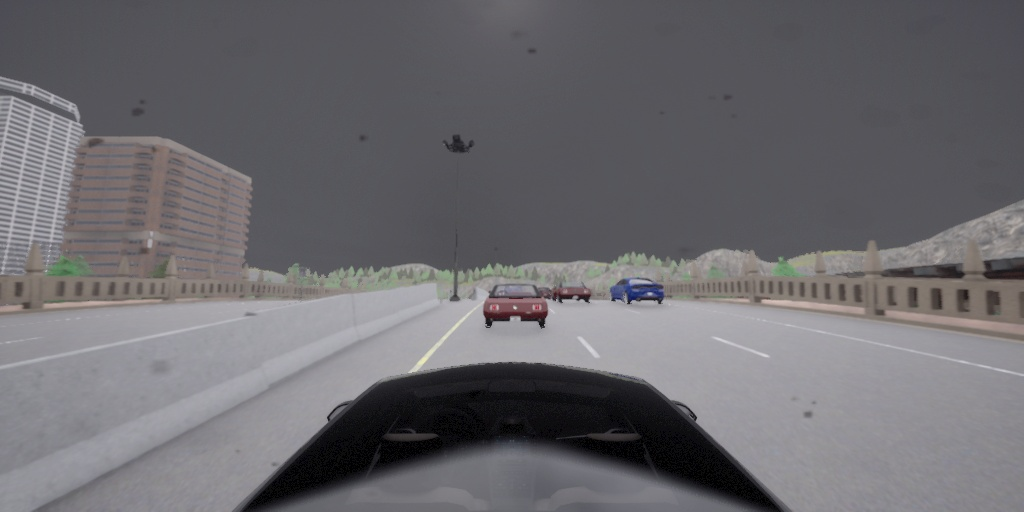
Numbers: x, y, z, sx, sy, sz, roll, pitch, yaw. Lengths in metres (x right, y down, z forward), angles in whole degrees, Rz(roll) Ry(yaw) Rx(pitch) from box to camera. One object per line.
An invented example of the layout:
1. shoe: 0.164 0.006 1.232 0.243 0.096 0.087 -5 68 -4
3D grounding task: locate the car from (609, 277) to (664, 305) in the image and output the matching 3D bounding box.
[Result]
1. car: 7.106 2.003 20.942 1.882 1.535 5.008 0 -5 0

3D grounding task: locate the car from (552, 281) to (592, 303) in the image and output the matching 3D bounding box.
1. car: 3.607 2.264 22.592 1.895 1.301 4.718 0 -5 0

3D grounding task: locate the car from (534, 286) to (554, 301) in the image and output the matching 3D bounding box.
1. car: 3.612 4.407 41.731 1.882 1.535 5.008 0 -7 0

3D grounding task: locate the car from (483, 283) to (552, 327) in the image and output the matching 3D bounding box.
1. car: 0.103 1.590 12.360 1.895 1.301 4.718 0 -3 0
